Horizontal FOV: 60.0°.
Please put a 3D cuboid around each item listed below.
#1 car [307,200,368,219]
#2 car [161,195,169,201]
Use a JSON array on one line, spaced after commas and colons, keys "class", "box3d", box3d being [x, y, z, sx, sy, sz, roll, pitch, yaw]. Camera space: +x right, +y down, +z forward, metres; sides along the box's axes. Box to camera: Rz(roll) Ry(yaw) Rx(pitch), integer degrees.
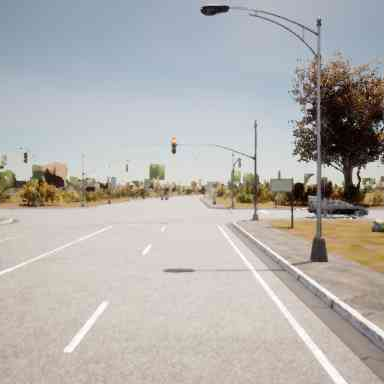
[{"class": "car", "box3d": [12.630, 1.438, 28.923, 4.902, 1.511, 2.128, 0, 0, 3]}, {"class": "car", "box3d": [-6.994, 1.516, 85.518, 2.128, 1.511, 4.902, 0, 0, 0]}]
